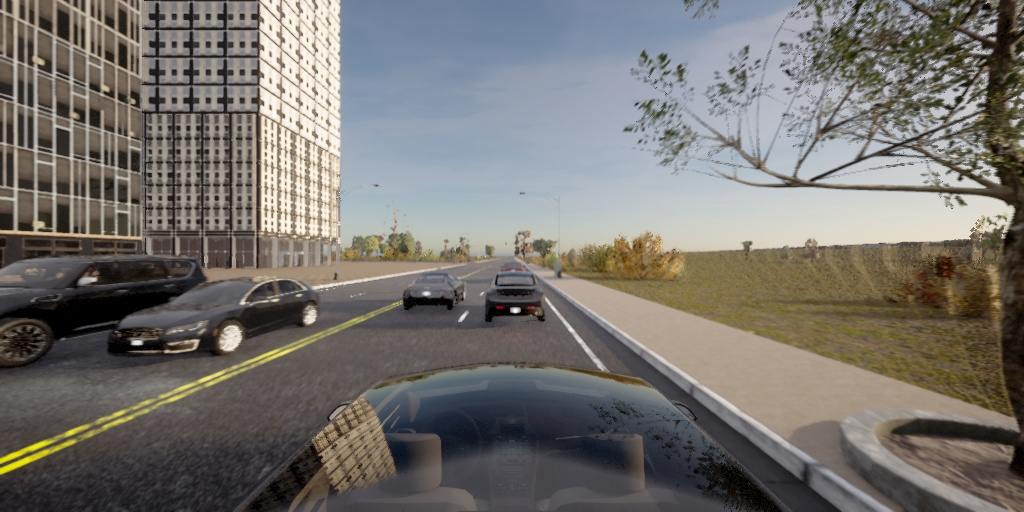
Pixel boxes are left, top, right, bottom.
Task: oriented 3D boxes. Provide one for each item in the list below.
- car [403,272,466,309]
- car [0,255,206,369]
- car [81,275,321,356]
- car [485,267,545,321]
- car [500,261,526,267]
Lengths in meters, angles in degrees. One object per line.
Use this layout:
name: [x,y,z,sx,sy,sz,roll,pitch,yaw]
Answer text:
car: [-3.153,1.360,15.214,1.994,1.385,4.181,0,0,0]
car: [-9.852,0.994,8.208,2.150,2.045,5.566,0,0,0]
car: [-6.601,1.279,8.741,1.837,1.490,4.892,0,0,0]
car: [0.098,1.292,12.582,1.837,1.490,4.892,0,0,0]
car: [0.094,1.200,30.462,2.097,1.767,4.553,0,0,0]
